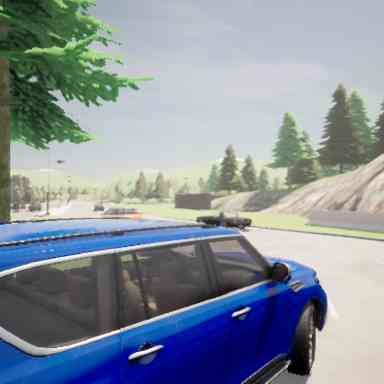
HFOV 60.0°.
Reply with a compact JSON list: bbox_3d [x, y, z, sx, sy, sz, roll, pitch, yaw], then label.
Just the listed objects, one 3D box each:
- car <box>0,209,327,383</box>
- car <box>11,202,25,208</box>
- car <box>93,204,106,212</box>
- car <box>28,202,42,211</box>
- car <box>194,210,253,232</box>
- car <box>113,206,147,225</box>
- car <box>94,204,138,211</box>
[{"bbox_3d":[-0.413,1.307,3.641,2.150,2.045,5.566,0,-1,41],"label":"car"},{"bbox_3d":[-34.744,2.592,66.487,2.097,1.767,4.553,0,-1,-19],"label":"car"},{"bbox_3d":[-17.557,2.968,62.932,2.033,1.411,5.357,0,-1,-18],"label":"car"},{"bbox_3d":[-30.375,2.796,64.549,2.097,1.767,4.553,0,-1,-19],"label":"car"},{"bbox_3d":[2.243,2.117,24.838,1.895,1.301,4.718,0,-1,-32],"label":"car"},{"bbox_3d":[-6.134,2.195,32.308,1.882,1.535,5.008,0,-1,-27],"label":"car"},{"bbox_3d":[-5.291,1.884,23.687,2.097,1.767,4.553,0,-1,-31],"label":"car"}]
